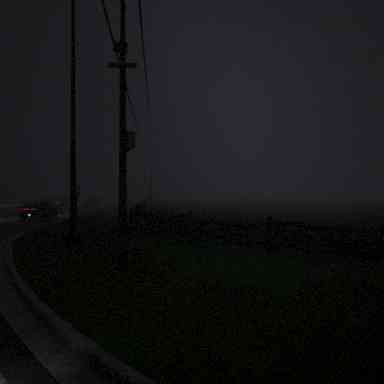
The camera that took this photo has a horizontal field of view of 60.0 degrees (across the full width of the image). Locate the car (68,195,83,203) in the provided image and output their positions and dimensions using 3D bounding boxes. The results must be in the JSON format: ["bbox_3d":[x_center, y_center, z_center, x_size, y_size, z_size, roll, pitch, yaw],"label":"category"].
[{"bbox_3d":[-24.124,1.456,69.168,1.837,1.490,4.892,0,0,-6],"label":"car"}]

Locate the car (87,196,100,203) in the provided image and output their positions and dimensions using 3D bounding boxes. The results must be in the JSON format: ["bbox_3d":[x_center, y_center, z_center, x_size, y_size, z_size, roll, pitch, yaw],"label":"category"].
[{"bbox_3d":[-20.661,1.481,69.692,1.812,1.442,4.674,0,0,-6],"label":"car"}]

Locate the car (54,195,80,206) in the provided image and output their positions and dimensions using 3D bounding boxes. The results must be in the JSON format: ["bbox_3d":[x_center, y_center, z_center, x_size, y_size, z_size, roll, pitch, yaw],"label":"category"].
[{"bbox_3d":[-18.517,1.514,49.848,2.033,1.411,5.357,0,0,-6],"label":"car"}]

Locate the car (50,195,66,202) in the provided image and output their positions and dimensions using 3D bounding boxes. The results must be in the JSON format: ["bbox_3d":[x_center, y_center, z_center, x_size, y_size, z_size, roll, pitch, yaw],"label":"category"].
[{"bbox_3d":[-27.603,1.339,68.625,1.994,1.385,4.181,0,0,-6],"label":"car"}]

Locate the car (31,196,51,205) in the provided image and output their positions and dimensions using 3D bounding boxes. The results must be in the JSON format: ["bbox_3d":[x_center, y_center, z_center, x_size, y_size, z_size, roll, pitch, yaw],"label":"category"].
[{"bbox_3d":[-26.581,1.485,58.769,1.812,1.442,4.674,0,0,-6],"label":"car"}]

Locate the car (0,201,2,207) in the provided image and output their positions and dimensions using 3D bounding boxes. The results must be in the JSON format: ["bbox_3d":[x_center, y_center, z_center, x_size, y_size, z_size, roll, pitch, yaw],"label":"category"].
[{"bbox_3d":[-28.787,1.456,47.067,2.128,1.511,4.902,0,0,-6],"label":"car"}]

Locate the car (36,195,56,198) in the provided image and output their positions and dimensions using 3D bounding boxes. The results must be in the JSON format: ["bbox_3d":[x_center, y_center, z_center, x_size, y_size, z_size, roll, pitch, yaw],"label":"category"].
[{"bbox_3d":[-22.053,1.491,50.012,1.812,1.442,4.674,0,0,-6],"label":"car"}]

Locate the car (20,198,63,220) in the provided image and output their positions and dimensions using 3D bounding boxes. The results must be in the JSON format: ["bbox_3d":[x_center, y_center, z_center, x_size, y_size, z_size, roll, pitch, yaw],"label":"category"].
[{"bbox_3d":[-12.726,1.485,27.947,1.837,1.490,4.892,0,0,-6],"label":"car"}]

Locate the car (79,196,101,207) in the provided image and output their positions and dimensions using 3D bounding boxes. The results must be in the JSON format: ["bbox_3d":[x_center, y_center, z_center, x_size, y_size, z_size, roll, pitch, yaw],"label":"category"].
[{"bbox_3d":[-15.057,1.516,50.402,2.033,1.411,5.357,0,0,-6],"label":"car"}]
